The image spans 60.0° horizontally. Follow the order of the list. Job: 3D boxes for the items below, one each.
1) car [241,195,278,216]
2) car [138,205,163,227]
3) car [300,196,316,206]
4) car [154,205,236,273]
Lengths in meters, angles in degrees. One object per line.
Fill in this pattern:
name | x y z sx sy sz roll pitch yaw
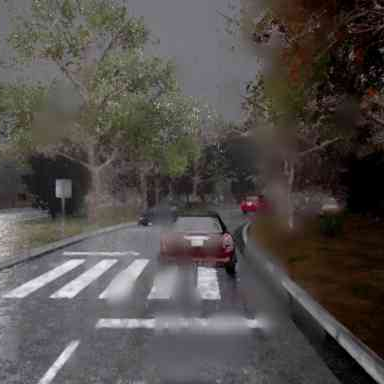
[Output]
car | 7.077 1.309 34.548 2.150 2.045 5.566 -1 -1 33
car | -1.945 1.618 23.388 2.033 1.411 5.357 0 0 15
car | 21.006 1.589 59.913 2.097 1.767 4.553 0 -1 2
car | 0.193 1.376 10.889 2.097 1.767 4.553 0 0 1
